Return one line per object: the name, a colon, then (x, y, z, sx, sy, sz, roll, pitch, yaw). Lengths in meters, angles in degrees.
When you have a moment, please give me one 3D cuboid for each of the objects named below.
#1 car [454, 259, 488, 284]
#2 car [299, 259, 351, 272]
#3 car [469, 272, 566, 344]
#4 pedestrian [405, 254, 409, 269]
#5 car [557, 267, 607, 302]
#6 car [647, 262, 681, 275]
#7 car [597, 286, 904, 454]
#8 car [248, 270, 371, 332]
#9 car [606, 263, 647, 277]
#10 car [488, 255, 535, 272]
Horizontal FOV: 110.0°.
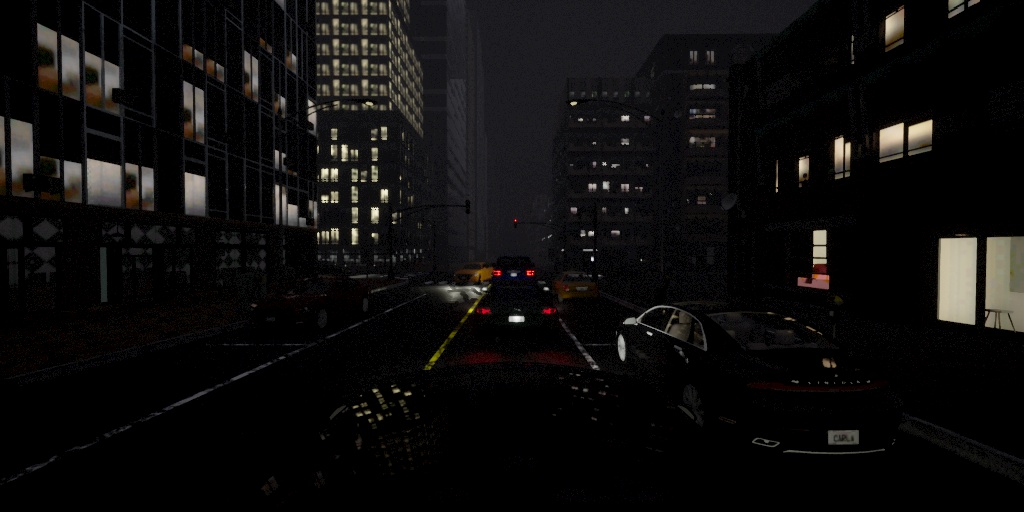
car: (-2.789, 1.221, 26.891, 1.882, 1.535, 5.008, -1, 0, 12)
car: (-17.874, 1.154, 34.310, 4.674, 1.442, 1.812, 1, 1, 2)
car: (0.094, 1.312, 9.643, 1.994, 1.385, 4.181, 0, 0, 0)
pedestrian: (-12.568, 0.670, 42.974, 0.375, 1.860, 0.375, 0, 0, 1)
car: (2.811, 1.271, 16.678, 1.751, 1.417, 4.829, 0, 0, 0)
car: (16.290, 1.373, 39.654, 4.403, 1.370, 2.007, 0, 0, 1)
car: (2.816, 1.299, 5.220, 2.007, 1.370, 4.403, 0, 0, 0)
car: (-5.826, 1.292, 10.918, 1.888, 1.381, 4.507, 0, 0, 0)
car: (11.276, 1.386, 37.166, 4.181, 1.385, 1.994, 0, 1, 2)
car: (0.085, 0.967, 19.451, 2.150, 2.045, 5.566, 0, 0, 0)
